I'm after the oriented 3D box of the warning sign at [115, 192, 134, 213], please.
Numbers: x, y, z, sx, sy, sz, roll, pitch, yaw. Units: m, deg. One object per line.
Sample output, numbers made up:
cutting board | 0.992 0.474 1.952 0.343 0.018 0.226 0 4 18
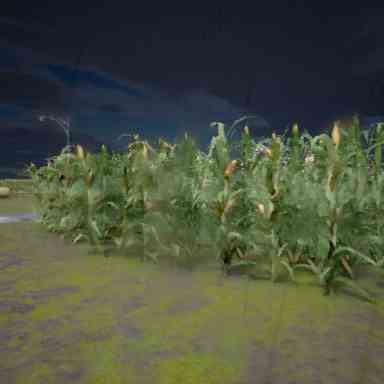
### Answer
warning sign | -6.136 0.920 30.362 1.300 1.860 1.060 2 1 34
